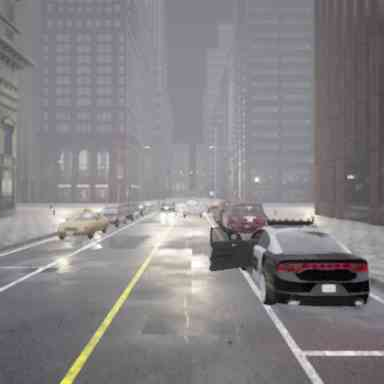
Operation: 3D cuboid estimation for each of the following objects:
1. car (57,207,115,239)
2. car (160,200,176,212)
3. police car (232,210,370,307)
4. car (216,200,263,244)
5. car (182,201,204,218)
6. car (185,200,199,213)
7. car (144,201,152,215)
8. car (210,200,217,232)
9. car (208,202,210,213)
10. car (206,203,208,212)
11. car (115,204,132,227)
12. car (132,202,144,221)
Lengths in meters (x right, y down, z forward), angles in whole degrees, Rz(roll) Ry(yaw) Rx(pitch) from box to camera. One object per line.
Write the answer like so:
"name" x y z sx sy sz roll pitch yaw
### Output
"car" -5.762 1.652 18.073 1.752 1.417 4.829 0 0 0
"car" -3.034 1.800 42.660 2.128 1.511 4.902 0 0 1
"police car" 2.369 1.482 8.337 1.930 1.638 5.238 0 0 0
"car" 2.762 1.442 18.246 2.192 1.841 5.009 0 0 0
"car" 0.061 1.761 33.105 1.812 1.442 4.674 0 0 0
"car" 0.009 1.838 43.227 1.812 1.442 4.674 0 0 0
"car" -5.759 1.817 35.152 1.947 1.339 4.313 0 0 0
"car" 2.763 1.482 23.883 2.192 1.841 5.009 0 0 0
"car" 2.765 1.775 29.517 1.947 1.339 4.313 0 0 0
"car" 2.767 1.733 40.790 1.967 1.590 4.097 0 0 0
"car" -5.761 1.750 23.880 1.802 1.307 4.206 0 0 0
"car" -5.760 1.775 29.516 1.947 1.339 4.313 0 0 0
